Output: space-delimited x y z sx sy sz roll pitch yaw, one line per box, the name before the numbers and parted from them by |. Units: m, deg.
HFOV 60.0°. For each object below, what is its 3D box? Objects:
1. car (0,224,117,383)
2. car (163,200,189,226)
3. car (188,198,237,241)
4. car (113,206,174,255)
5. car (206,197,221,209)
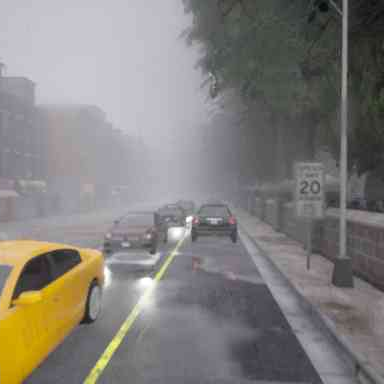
car | -2.645 1.446 4.280 1.882 1.535 5.008 1 0 3
car | -1.420 1.537 23.396 1.994 1.385 4.181 1 0 3
car | 1.119 1.355 16.832 2.097 1.767 4.553 1 0 4
car | -2.063 1.496 13.466 1.812 1.442 4.674 1 0 4
car | 2.993 1.508 46.230 1.994 1.385 4.181 1 0 4
